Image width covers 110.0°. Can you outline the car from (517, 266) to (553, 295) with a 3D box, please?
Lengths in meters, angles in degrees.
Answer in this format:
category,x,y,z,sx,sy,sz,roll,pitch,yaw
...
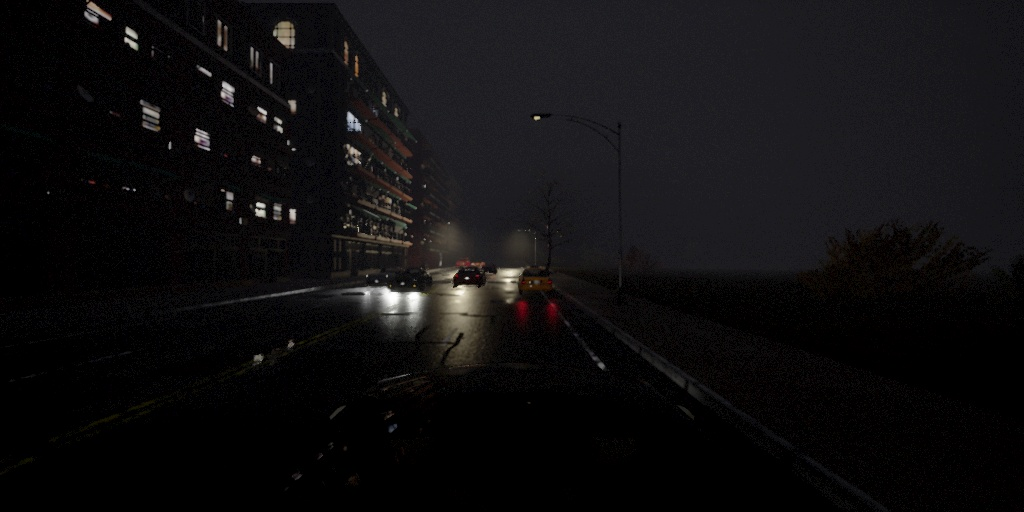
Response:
category,x,y,z,sx,sy,sz,roll,pitch,yaw
car,1.264,1.332,20.755,1.801,1.575,5.366,0,0,0

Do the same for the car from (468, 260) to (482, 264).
category,x,y,z,sx,sy,sz,roll,pitch,yaw
car,-6.122,1.513,64.735,2.097,1.767,4.553,0,0,1

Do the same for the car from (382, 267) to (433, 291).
category,x,y,z,sx,sy,sz,roll,pitch,yaw
car,-6.457,1.455,23.163,1.994,1.385,4.181,0,0,0

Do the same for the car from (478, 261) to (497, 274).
category,x,y,z,sx,sy,sz,roll,pitch,yaw
car,-2.854,1.636,45.353,1.895,1.301,4.718,0,0,0

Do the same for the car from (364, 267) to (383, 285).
category,x,y,z,sx,sy,sz,roll,pitch,yaw
car,-9.675,1.522,27.876,1.895,1.301,4.718,0,0,0

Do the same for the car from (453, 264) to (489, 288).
category,x,y,z,sx,sy,sz,roll,pitch,yaw
car,-2.989,1.473,25.858,1.994,1.385,4.181,0,0,0
